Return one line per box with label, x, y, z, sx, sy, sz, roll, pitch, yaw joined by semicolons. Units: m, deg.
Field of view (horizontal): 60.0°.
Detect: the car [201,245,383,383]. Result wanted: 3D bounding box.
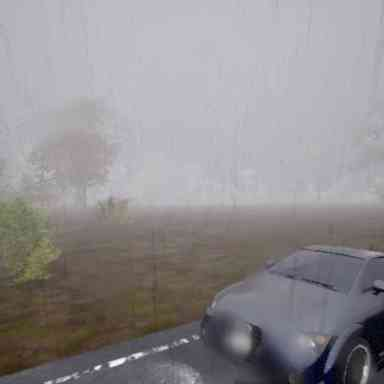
car;2.168;1.570;5.083;4.181;1.385;1.994;0;0;-37
